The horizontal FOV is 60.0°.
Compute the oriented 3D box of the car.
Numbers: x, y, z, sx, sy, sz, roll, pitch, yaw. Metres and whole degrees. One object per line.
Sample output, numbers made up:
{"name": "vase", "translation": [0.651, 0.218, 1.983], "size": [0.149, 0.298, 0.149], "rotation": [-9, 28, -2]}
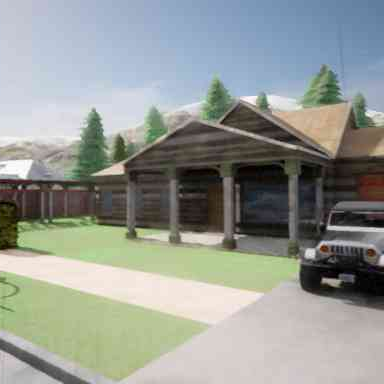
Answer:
{"name": "car", "translation": [3.928, 1.186, 7.751], "size": [1.905, 1.878, 3.866], "rotation": [-1, 0, 35]}
